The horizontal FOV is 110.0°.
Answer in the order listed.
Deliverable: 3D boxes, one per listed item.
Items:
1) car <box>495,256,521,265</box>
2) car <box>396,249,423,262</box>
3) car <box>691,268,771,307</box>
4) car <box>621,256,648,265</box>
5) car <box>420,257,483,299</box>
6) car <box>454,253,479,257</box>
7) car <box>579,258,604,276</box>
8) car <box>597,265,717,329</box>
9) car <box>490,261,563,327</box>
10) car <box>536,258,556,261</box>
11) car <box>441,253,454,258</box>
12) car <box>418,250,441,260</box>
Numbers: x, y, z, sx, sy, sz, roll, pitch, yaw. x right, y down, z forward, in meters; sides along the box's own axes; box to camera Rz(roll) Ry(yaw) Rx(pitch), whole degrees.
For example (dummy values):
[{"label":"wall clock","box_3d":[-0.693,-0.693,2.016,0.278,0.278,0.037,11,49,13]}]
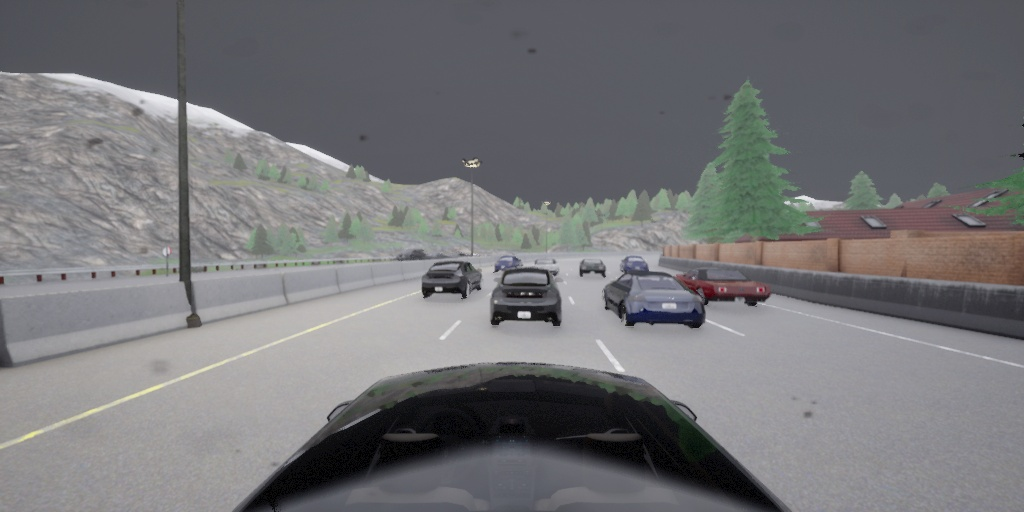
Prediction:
[{"label":"car","box_3d":[-0.250,0.702,31.293,1.812,1.442,4.674,0,1,11]},{"label":"car","box_3d":[-15.662,-0.077,55.630,2.150,2.045,5.566,0,1,18]},{"label":"car","box_3d":[7.772,1.113,14.077,1.895,1.301,4.718,0,1,5]},{"label":"car","box_3d":[10.212,0.728,30.081,1.812,1.442,4.674,0,1,12]},{"label":"car","box_3d":[-2.552,0.974,16.126,1.837,1.490,4.892,0,1,6]},{"label":"car","box_3d":[-6.043,0.389,51.275,1.895,1.301,4.718,0,1,18]},{"label":"car","box_3d":[6.194,0.845,27.896,1.895,1.301,4.718,0,1,11]},{"label":"car","box_3d":[3.973,1.141,10.684,1.994,1.385,4.181,0,1,5]},{"label":"car","box_3d":[0.470,1.079,10.794,1.837,1.490,4.892,0,1,4]},{"label":"car","box_3d":[2.708,0.836,28.290,1.895,1.301,4.718,0,1,10]},{"label":"car","box_3d":[-8.506,0.224,54.903,1.837,1.490,4.892,0,1,19]},{"label":"car","box_3d":[-11.921,0.246,55.815,2.033,1.411,5.357,0,1,19]}]
